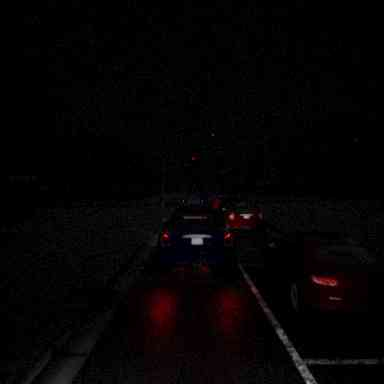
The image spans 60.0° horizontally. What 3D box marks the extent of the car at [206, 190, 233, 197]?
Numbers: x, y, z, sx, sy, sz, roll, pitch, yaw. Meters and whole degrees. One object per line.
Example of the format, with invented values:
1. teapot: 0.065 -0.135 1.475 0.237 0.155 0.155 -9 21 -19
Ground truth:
1. car: 2.618 0.945 28.662 2.192 1.841 5.009 -1 1 0

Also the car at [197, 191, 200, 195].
1. car: 2.608 0.571 60.427 2.192 1.841 5.009 -1 1 0

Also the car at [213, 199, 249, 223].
1. car: 2.622 1.262 23.263 1.947 1.339 4.313 -1 1 0

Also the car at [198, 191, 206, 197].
1. car: 2.603 0.515 87.461 1.887 1.381 4.507 -1 1 0

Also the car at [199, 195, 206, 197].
1. car: 0.094 1.190 28.956 1.994 1.385 4.181 0 1 -1

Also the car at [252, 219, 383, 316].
1. car: 2.627 1.486 7.057 1.802 1.307 4.206 -1 1 0

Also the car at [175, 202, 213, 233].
1. car: 0.089 1.351 18.945 1.895 1.301 4.718 0 1 0

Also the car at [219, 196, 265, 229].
1. car: 2.622 1.204 17.859 1.967 1.590 4.097 -1 1 0

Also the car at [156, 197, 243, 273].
1. car: 0.091 1.213 10.397 2.097 1.767 4.553 0 1 -1

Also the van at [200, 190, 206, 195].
1. van: 2.610 0.658 55.022 1.690 1.788 3.998 -1 1 0
